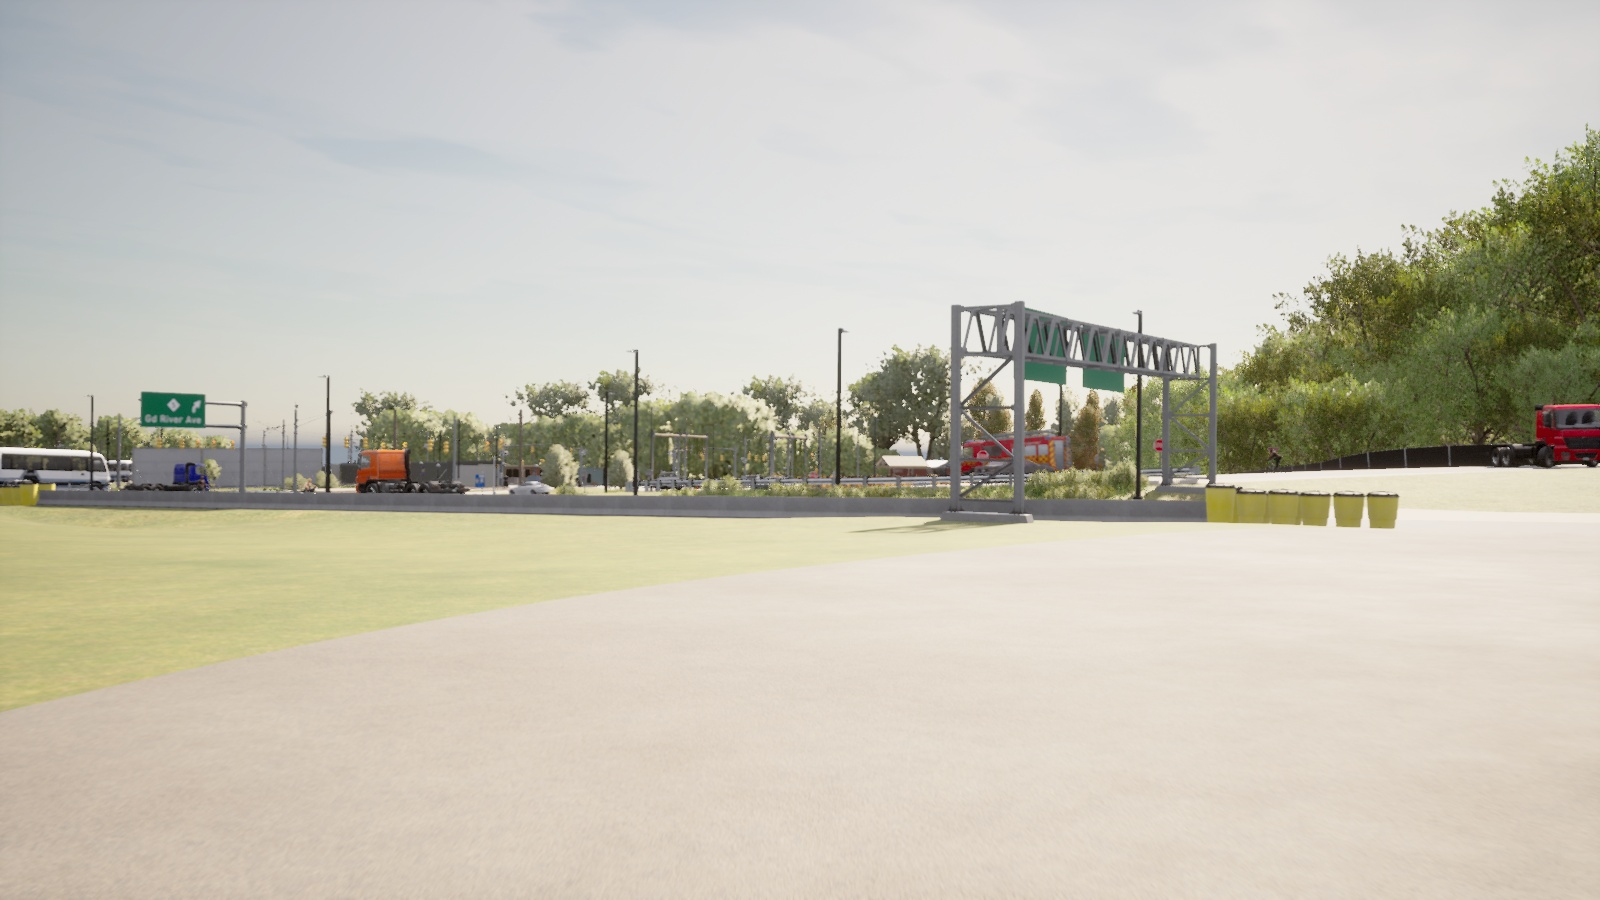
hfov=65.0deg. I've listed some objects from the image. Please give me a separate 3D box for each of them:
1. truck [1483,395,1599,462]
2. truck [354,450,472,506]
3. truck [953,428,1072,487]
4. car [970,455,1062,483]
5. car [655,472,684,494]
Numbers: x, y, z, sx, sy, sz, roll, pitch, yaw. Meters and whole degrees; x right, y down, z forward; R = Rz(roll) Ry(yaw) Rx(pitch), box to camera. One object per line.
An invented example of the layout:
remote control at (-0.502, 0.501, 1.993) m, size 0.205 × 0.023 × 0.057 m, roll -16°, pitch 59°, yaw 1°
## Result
truck at (41.498, -1.108, 69.947) m, size 2.891 × 3.462 × 7.936 m, roll -2°, pitch 0°, yaw 4°
truck at (-25.310, 1.825, 81.938) m, size 7.936 × 3.462 × 2.891 m, roll -1°, pitch -1°, yaw 33°
truck at (15.949, 0.585, 94.784) m, size 8.468 × 3.827 × 2.891 m, roll -6°, pitch -3°, yaw 44°
car at (12.446, 1.077, 72.182) m, size 5.357 × 1.411 × 2.033 m, roll -2°, pitch -2°, yaw -36°
car at (-9.210, 2.357, 88.272) m, size 1.816 × 1.474 × 4.193 m, roll 0°, pitch -3°, yaw -9°
